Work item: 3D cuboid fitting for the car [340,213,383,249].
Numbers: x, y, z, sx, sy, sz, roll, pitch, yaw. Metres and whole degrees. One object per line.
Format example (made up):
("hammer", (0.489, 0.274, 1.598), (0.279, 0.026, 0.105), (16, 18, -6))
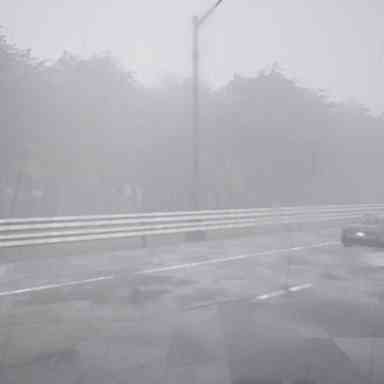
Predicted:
("car", (8.018, 1.574, 13.771), (4.181, 1.385, 1.994), (0, 0, -36))
